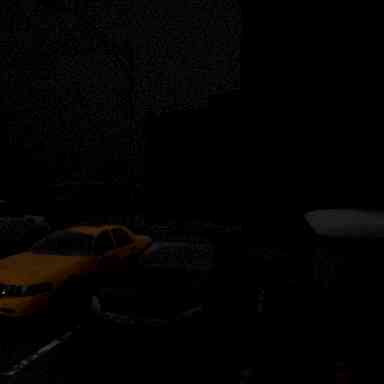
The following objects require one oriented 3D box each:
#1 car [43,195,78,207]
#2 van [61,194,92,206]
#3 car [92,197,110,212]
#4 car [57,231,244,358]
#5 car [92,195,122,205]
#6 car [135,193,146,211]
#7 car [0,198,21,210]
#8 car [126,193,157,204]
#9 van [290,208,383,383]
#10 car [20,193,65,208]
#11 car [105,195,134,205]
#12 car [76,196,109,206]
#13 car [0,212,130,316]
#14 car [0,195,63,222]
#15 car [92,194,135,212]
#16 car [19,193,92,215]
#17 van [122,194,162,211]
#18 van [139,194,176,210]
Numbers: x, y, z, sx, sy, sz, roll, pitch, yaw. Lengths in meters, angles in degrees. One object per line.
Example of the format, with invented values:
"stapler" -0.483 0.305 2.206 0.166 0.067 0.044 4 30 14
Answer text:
"car" -20.125 1.375 50.975 4.553 1.767 2.185 -1 -1 14
"van" -18.511 1.277 53.485 4.442 1.987 1.878 -1 0 14
"car" -11.266 1.522 33.832 4.792 1.488 2.163 1 1 14
"car" -0.102 1.525 6.266 2.002 1.452 4.674 1 -1 16
"car" -14.967 1.378 58.437 4.553 1.767 2.185 -1 0 14
"car" -7.937 1.244 38.735 5.566 2.045 2.435 1 1 14
"car" -25.218 1.526 43.455 4.792 1.488 2.163 -1 0 14
"car" -9.931 1.255 65.963 5.566 2.045 2.435 -1 0 14
"van" 2.363 1.261 4.628 1.878 1.987 4.442 0 -1 16
"car" -21.768 1.247 48.466 5.566 2.045 2.435 -1 -1 14
"car" -13.271 1.378 60.947 4.553 1.767 2.185 -1 0 14
"car" -16.701 1.504 55.963 4.892 1.521 2.231 -1 -1 14
"car" -2.598 1.479 7.833 1.946 1.575 5.366 1 -1 16
"car" -7.438 1.233 11.539 2.435 2.045 5.566 0 -1 16
"car" -9.601 1.243 36.289 5.566 2.045 2.435 1 1 14
"car" -12.872 1.241 31.397 5.566 2.045 2.435 1 0 14
"van" -6.132 1.273 41.157 4.442 1.987 1.878 1 0 14
"van" -4.467 1.274 43.604 4.442 1.987 1.878 1 0 14
